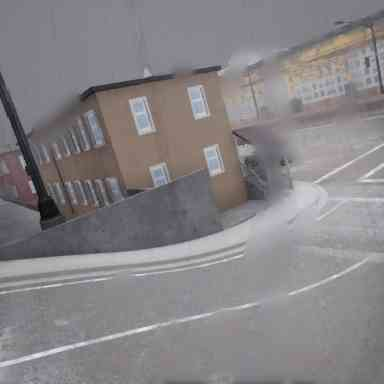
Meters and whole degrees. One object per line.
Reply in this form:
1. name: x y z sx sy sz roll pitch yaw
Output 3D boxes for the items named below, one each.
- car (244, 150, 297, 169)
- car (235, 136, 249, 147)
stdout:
1. car: 6.412 -2.809 27.795 1.837 1.490 4.892 -23 13 -32
2. car: 6.949 -7.901 50.619 2.150 2.045 5.566 -23 13 -32
